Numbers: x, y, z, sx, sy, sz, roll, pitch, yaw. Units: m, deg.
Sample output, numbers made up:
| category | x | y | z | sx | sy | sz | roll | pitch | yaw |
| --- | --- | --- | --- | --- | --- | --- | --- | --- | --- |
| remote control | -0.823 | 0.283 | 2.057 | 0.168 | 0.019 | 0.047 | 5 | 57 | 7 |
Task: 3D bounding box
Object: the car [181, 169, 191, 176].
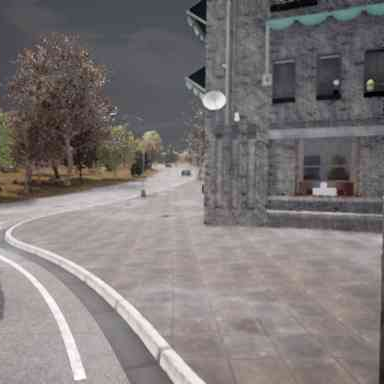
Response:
| category | x | y | z | sx | sy | sz | roll | pitch | yaw |
| --- | --- | --- | --- | --- | --- | --- | --- | --- | --- |
| car | -1.206 | -4.020 | 67.523 | 2.128 | 1.511 | 4.902 | 1 | 6 | 1 |
